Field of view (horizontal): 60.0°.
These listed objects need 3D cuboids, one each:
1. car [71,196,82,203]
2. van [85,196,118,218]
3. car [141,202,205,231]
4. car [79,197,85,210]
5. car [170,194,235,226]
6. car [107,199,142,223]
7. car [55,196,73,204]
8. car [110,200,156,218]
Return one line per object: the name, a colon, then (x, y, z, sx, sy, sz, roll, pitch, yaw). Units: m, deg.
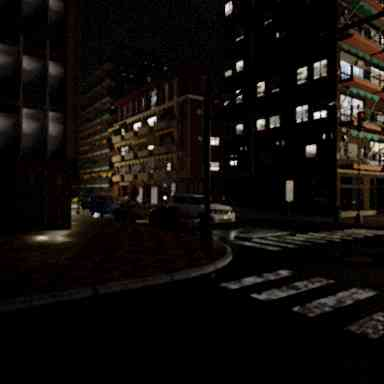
car: (-20.836, 1.450, 62.056, 1.752, 1.417, 4.829, 0, 0, -36)
van: (-7.736, 1.267, 29.423, 1.690, 1.788, 3.998, 0, 0, -36)
car: (-1.134, 1.528, 20.219, 1.802, 1.307, 4.206, 0, 0, -36)
car: (-11.459, 1.526, 39.076, 1.895, 1.301, 4.718, 0, 0, -36)
car: (0.441, 1.178, 22.465, 2.150, 2.045, 5.566, 0, 0, -36)
car: (-4.335, 1.460, 24.682, 1.752, 1.417, 4.829, 0, 0, -36)
car: (-23.794, 1.459, 61.715, 2.033, 1.411, 5.357, 0, 0, -35)
car: (-5.535, 1.486, 30.794, 2.033, 1.411, 5.357, 0, 0, -36)
